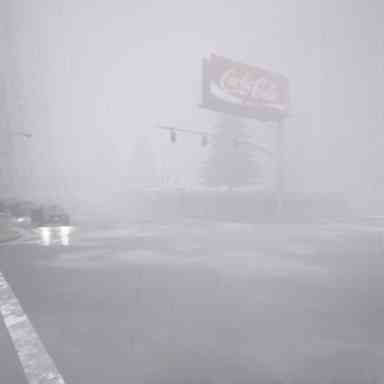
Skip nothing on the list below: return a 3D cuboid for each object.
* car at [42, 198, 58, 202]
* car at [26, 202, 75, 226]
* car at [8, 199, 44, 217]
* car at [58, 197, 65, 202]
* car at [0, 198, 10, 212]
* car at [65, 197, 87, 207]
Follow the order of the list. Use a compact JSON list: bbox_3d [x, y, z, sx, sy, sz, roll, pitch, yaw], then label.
[{"bbox_3d":[-24.534,1.708,56.045,1.994,1.385,4.181,1,-1,-36],"label":"car"},{"bbox_3d":[-10.209,1.627,23.865,1.994,1.385,4.181,1,0,-36],"label":"car"},{"bbox_3d":[-16.028,1.626,31.931,1.994,1.385,4.181,1,0,-36],"label":"car"},{"bbox_3d":[-23.957,1.663,61.230,1.882,1.535,5.008,1,0,-36],"label":"car"},{"bbox_3d":[-21.925,1.540,40.132,1.882,1.535,5.008,1,0,-36],"label":"car"},{"bbox_3d":[-18.461,1.690,53.606,1.837,1.490,4.892,1,0,-36],"label":"car"}]
